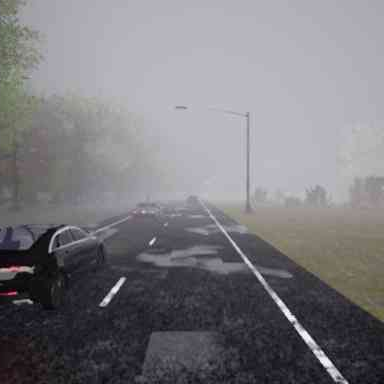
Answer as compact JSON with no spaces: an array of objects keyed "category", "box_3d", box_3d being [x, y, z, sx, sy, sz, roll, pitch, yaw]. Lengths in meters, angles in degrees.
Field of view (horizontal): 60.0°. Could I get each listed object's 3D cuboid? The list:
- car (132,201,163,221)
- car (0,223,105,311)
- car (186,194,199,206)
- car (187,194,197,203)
[{"category":"car","box_3d":[-3.385,1.437,25.800,2.033,1.411,5.357,0,0,0]},{"category":"car","box_3d":[-3.396,1.458,7.644,2.128,1.511,4.902,0,0,0]},{"category":"car","box_3d":[0.127,1.266,50.081,1.882,1.535,5.008,0,0,0]},{"category":"car","box_3d":[0.035,1.239,63.428,1.837,1.490,4.892,0,0,0]}]
